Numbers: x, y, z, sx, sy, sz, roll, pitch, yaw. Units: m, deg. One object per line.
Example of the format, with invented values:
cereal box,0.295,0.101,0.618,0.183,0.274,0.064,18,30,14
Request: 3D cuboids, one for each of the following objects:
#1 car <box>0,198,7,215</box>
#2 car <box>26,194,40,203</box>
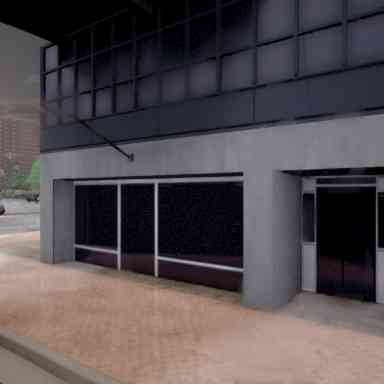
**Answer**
car,-17.894,1.491,27.199,2.128,1.511,4.902,0,0,36
car,-30.237,1.153,64.728,4.605,1.855,1.932,0,0,35
